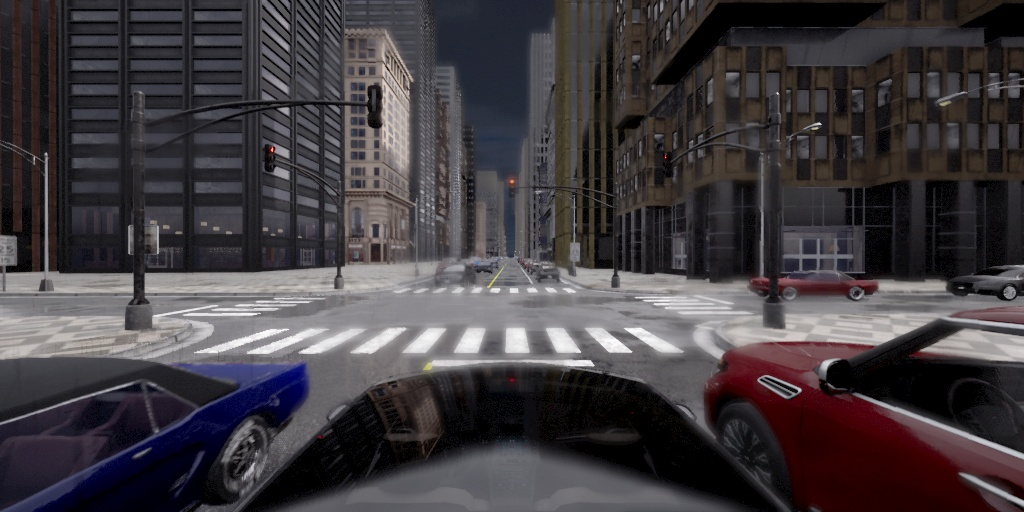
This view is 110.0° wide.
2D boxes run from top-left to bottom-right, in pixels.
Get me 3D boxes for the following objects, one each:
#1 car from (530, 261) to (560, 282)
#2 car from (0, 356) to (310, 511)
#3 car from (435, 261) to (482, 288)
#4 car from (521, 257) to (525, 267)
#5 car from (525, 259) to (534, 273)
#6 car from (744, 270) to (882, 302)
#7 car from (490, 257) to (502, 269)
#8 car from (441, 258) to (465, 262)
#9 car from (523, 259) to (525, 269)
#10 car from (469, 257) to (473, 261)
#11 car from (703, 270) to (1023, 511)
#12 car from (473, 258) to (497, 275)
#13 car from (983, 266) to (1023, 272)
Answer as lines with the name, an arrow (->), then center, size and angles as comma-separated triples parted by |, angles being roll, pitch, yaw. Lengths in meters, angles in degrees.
car -> 2.776, 1.299, 28.175 | 2.007, 1.370, 4.403 | 0, 0, 0
car -> -3.101, 1.351, 1.621 | 1.895, 1.301, 4.718 | 0, 0, 0
car -> -3.561, 1.274, 23.723 | 1.812, 1.442, 4.674 | 0, 0, 8
car -> 2.790, 1.194, 56.378 | 1.967, 1.591, 4.097 | 0, 0, 0
car -> 2.782, 1.300, 39.456 | 2.007, 1.370, 4.403 | 0, 0, 0
car -> 13.527, 1.313, 16.346 | 4.718, 1.301, 1.895 | 0, 0, 0
car -> -3.045, 1.315, 54.320 | 1.994, 1.385, 4.181 | 0, 0, 0
car -> -5.746, 1.064, 33.810 | 2.192, 1.841, 5.009 | 0, 0, 0
car -> 2.785, 1.296, 45.097 | 1.888, 1.381, 4.507 | 0, 0, 0
car -> -5.743, 1.190, 39.452 | 1.967, 1.591, 4.097 | 0, 0, 0
car -> 2.762, 1.065, 1.202 | 2.192, 1.841, 5.009 | 0, 0, 0
car -> -3.080, 1.298, 40.138 | 2.033, 1.411, 5.357 | 0, 0, 0
car -> 22.961, 1.196, 16.388 | 4.892, 1.490, 1.837 | 0, 0, 0
